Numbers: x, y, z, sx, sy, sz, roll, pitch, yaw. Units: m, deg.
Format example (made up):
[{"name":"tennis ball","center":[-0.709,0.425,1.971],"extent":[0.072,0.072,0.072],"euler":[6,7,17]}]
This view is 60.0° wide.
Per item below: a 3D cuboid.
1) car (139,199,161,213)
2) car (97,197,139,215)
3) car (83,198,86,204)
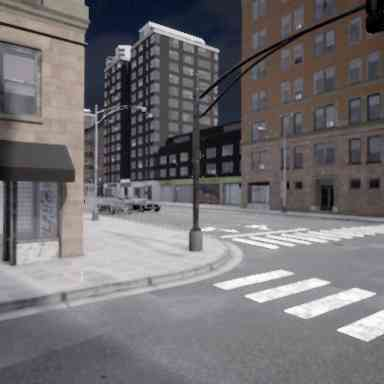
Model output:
[{"name":"car","center":[-4.843,1.319,32.218],"extent":[1.895,1.301,4.718],"euler":[0,0,-35]},{"name":"car","center":[-6.858,1.212,29.437],"extent":[1.837,1.490,4.892],"euler":[0,0,-35]},{"name":"car","center":[-17.642,1.138,50.584],"extent":[1.895,1.301,4.718],"euler":[0,0,-35]}]
